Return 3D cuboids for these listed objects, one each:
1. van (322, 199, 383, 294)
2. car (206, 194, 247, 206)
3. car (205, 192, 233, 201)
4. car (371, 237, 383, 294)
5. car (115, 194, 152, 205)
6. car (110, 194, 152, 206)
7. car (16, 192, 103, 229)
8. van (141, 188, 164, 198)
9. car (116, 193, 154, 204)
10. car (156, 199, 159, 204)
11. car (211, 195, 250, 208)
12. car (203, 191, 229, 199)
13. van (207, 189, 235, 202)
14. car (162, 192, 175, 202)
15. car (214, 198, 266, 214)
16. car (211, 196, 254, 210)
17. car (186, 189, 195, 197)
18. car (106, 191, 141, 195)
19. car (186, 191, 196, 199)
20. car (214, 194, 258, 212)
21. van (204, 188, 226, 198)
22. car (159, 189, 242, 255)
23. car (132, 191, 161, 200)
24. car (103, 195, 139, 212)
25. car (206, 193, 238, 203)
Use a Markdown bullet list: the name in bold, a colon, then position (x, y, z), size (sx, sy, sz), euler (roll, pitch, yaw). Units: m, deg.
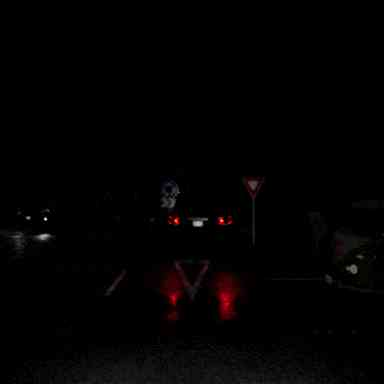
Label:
- **van**: position (4.915, 1.124, 6.599), size (4.442, 1.987, 1.878), euler (-1, 1, 0)
- **car**: position (4.568, 1.085, 44.657), size (5.366, 1.575, 1.946), euler (0, 2, 0)
- **car**: position (4.773, 0.742, 58.627), size (4.792, 1.488, 2.163), euler (0, 1, 0)
- **car**: position (5.044, 1.441, 3.931), size (4.674, 1.452, 2.002), euler (0, 1, 0)
- **car**: position (-8.322, 1.011, 47.443), size (4.892, 1.521, 2.231), euler (0, 2, 0)
- **car**: position (-8.141, 1.084, 44.668), size (5.366, 1.575, 1.946), euler (0, 2, 0)
- **car**: position (-7.987, 1.026, 20.256), size (2.150, 2.045, 5.566), euler (-2, -1, 15)
- **van**: position (-8.226, 0.258, 69.631), size (4.442, 1.987, 1.878), euler (0, 1, 0)
- **car**: position (-8.516, 0.931, 50.218), size (5.366, 1.575, 1.946), euler (0, 2, 0)
- **car**: position (-3.882, 1.384, 38.247), size (1.895, 1.301, 4.718), euler (0, 2, 0)
- **car**: position (4.752, 1.204, 41.889), size (4.674, 1.452, 2.002), euler (0, 2, 0)
- **car**: position (4.744, 0.538, 66.802), size (5.008, 1.535, 2.097), euler (0, 1, 0)
- **van**: position (4.863, 0.556, 55.850), size (4.442, 1.987, 1.878), euler (0, 1, 0)
- **car**: position (-3.869, 0.829, 55.007), size (1.837, 1.490, 4.892), euler (0, 1, 0)
- **car**: position (4.755, 1.388, 33.704), size (5.008, 1.535, 2.097), euler (0, 2, 0)
- **car**: position (4.727, 1.269, 39.120), size (4.792, 1.488, 2.163), euler (0, 2, 0)
- **car**: position (-0.306, 0.214, 75.037), size (1.882, 1.535, 5.008), euler (0, 1, 0)
- **car**: position (-8.296, 0.912, 41.885), size (5.566, 2.045, 2.435), euler (0, 2, 0)
- **car**: position (-0.246, 0.601, 64.886), size (1.837, 1.490, 4.892), euler (0, 1, 1)
- **car**: position (4.790, 1.187, 36.471), size (4.553, 1.767, 2.185), euler (0, 2, 0)
- **van**: position (4.854, 0.260, 69.567), size (4.442, 1.987, 1.878), euler (0, 1, 0)
- **car**: position (0.638, 1.028, 12.503), size (2.150, 2.045, 5.566), euler (-1, 0, 10)
- **car**: position (-8.343, 0.650, 61.308), size (4.892, 1.521, 2.231), euler (0, 1, 0)
- **car**: position (-8.351, 1.345, 36.343), size (4.792, 1.488, 2.163), euler (0, 2, 0)
- **car**: position (4.720, 0.889, 52.964), size (4.792, 1.488, 2.163), euler (0, 2, 0)
